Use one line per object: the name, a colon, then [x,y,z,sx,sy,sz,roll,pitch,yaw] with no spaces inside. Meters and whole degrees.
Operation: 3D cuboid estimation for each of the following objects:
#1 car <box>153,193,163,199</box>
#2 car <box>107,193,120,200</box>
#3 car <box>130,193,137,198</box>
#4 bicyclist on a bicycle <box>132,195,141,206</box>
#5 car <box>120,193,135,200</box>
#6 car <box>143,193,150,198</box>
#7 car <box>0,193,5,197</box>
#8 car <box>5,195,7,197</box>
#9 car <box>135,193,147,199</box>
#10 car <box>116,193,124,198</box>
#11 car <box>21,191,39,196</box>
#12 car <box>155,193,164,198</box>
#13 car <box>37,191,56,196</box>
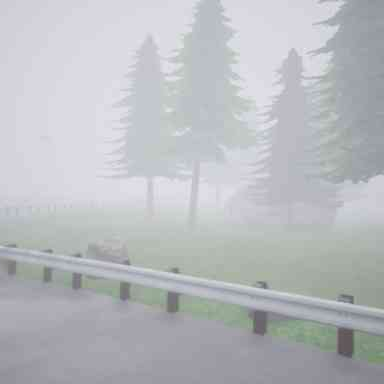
car: [-8.289,1.186,80.257,1.895,1.301,4.718,0,0,-2]
car: [-18.773,1.100,78.760,2.033,1.411,5.357,0,0,-2]
car: [-15.864,0.948,89.813,1.895,1.301,4.718,0,0,-10]
bicyclist on a bicycle: [-8.258,1.227,49.146,1.656,1.620,0.582,4,1,19]
car: [-15.286,1.044,79.364,1.882,1.535,5.008,0,0,-2]
car: [-12.380,0.886,90.171,1.812,1.442,4.674,0,0,-10]
car: [-33.988,1.231,54.630,1.895,1.301,4.718,0,0,20]
car: [-40.761,0.896,68.969,2.097,1.767,4.553,0,0,13]
car: [-11.787,1.104,79.795,2.128,1.511,4.902,0,0,-2]
car: [-19.337,0.884,89.395,2.033,1.411,5.357,0,0,-10]
car: [-33.495,0.784,69.977,2.150,2.045,5.566,0,0,9]
car: [-8.907,0.966,90.590,1.895,1.301,4.718,0,0,-10]
car: [-29.967,1.123,69.976,1.994,1.385,4.181,0,0,9]
